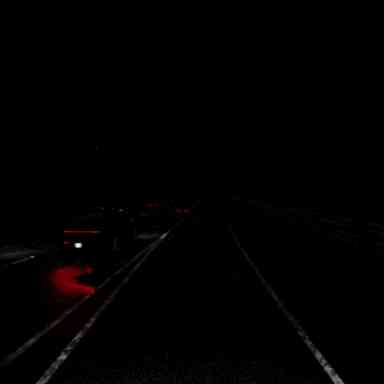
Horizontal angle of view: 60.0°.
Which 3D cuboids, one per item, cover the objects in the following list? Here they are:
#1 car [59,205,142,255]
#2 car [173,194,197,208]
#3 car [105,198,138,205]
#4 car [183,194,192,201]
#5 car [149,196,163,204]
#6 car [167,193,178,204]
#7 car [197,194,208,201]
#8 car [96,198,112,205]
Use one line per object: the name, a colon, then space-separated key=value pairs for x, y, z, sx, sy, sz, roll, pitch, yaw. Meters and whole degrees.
car: x=-3.503 y=1.472 z=13.189 sx=1.837 sy=1.490 sz=4.892 roll=0 pitch=0 yaw=4
car: x=-0.907 y=1.454 z=47.077 sx=2.128 sy=1.511 sz=4.902 roll=0 pitch=0 yaw=4
car: x=-5.775 y=1.500 z=29.387 sx=1.994 sy=1.385 sz=4.181 roll=0 pitch=0 yaw=4
car: x=-1.110 y=1.416 z=87.205 sx=1.882 sy=1.535 sz=5.008 roll=0 pitch=0 yaw=6
car: x=-6.744 y=1.489 z=62.569 sx=1.895 sy=1.301 sz=4.718 roll=0 pitch=0 yaw=4
car: x=-3.331 y=1.481 z=61.284 sx=2.033 sy=1.411 sz=5.357 roll=0 pitch=0 yaw=4
car: x=2.385 y=1.443 z=86.975 sx=1.882 sy=1.535 sz=5.008 roll=0 pitch=0 yaw=6
car: x=-8.804 y=1.411 z=35.642 sx=1.837 sy=1.490 sz=4.892 roll=1 pitch=0 yaw=4
